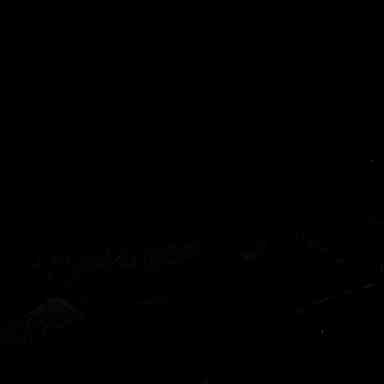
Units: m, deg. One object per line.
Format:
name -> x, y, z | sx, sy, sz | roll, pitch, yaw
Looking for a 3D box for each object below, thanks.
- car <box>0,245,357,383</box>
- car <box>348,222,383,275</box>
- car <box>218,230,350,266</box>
car -> -0.679, 1.535, 2.892 | 4.674, 1.442, 1.812 | 1, 0, -35
car -> 6.064, 1.675, 10.864 | 4.313, 1.339, 1.947 | 1, 0, -36
car -> 1.567, 1.637, 7.654 | 4.206, 1.307, 1.802 | 1, 0, -36
